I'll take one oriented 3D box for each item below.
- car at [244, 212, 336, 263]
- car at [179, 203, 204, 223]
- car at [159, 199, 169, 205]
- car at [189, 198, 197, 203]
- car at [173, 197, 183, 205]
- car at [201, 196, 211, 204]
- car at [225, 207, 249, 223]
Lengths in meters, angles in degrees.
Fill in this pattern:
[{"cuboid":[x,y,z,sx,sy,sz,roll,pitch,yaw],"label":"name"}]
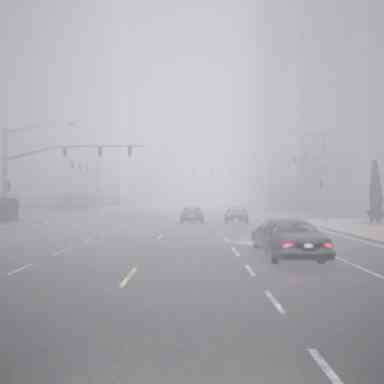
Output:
[{"cuboid":[3.504,1.687,12.490,2.033,1.411,5.357,0,-1,0],"label":"car"},{"cuboid":[-0.005,1.879,28.382,1.994,1.385,4.181,0,-1,0],"label":"car"},{"cuboid":[-6.835,2.452,81.367,1.994,1.385,4.181,0,-1,1],"label":"car"},{"cuboid":[0.280,2.500,88.674,2.128,1.511,4.902,0,-1,1],"label":"car"},{"cuboid":[-3.336,2.124,81.286,2.150,2.045,5.566,0,-1,1],"label":"car"},{"cuboid":[3.780,2.200,88.652,2.150,2.045,5.566,0,-1,1],"label":"car"},{"cuboid":[3.901,1.913,28.148,1.895,1.301,4.718,0,-1,11],"label":"car"}]
